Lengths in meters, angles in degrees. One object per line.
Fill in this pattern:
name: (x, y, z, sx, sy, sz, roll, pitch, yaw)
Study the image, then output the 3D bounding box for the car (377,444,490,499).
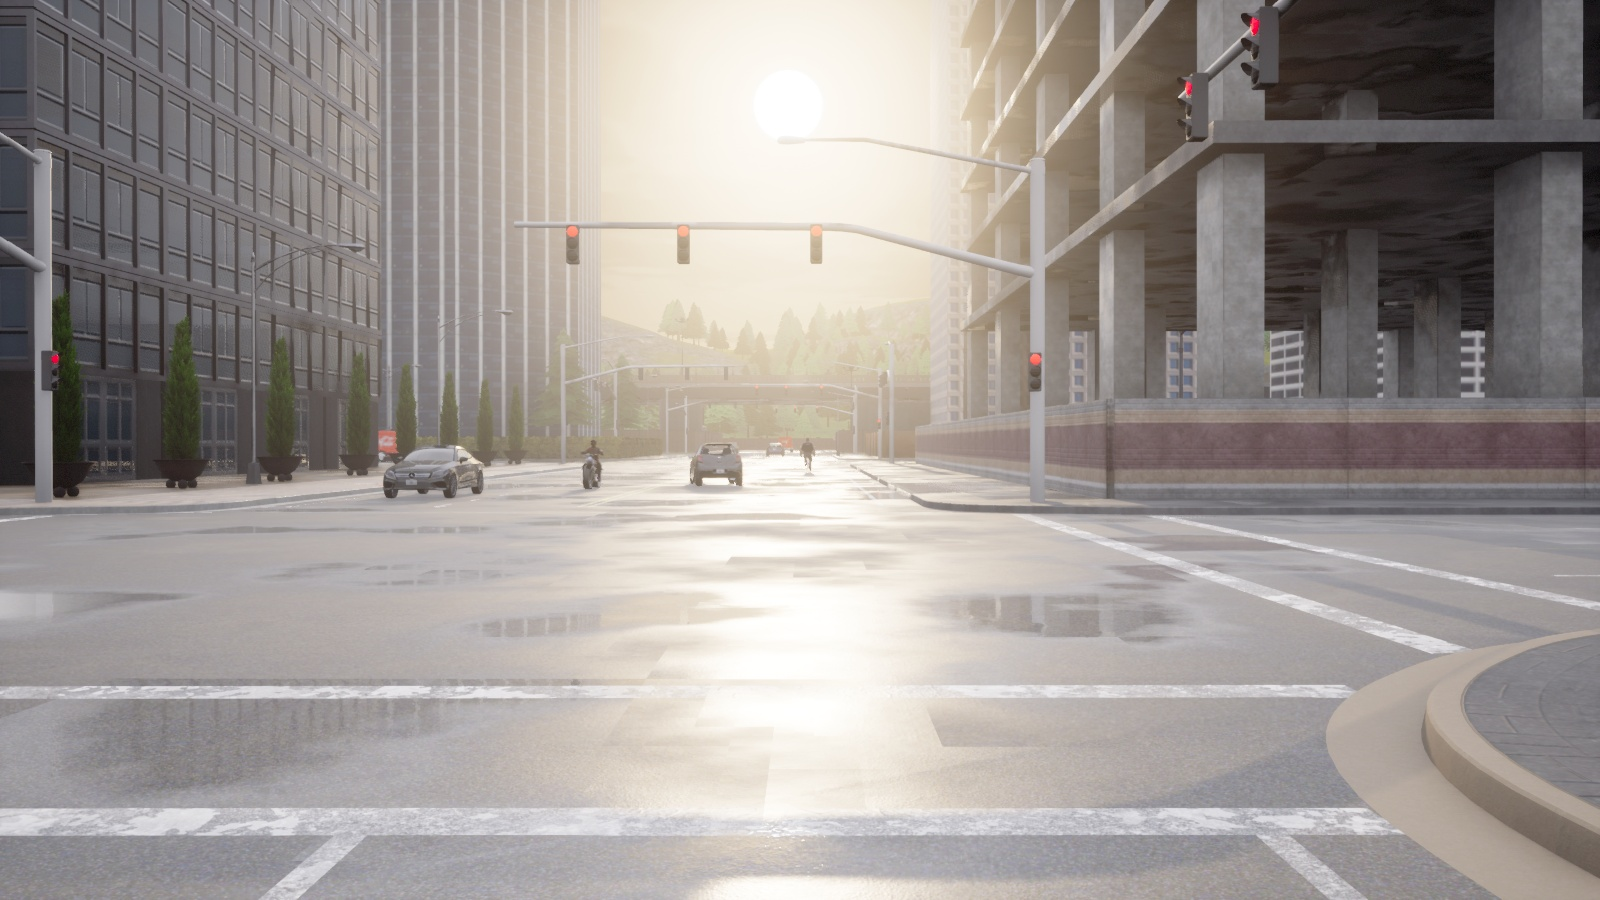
car: (-10.276, 0.563, 35.566, 1.812, 1.442, 4.674, 0, 0, 0)

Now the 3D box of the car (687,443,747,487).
car: (-3.008, 0.506, 44.701, 1.845, 1.501, 3.633, 0, 0, -8)

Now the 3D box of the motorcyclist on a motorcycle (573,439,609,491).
motorcyclist on a motorcycle: (-6.745, 0.462, 40.678, 0.766, 1.649, 2.350, 0, 0, 0)
